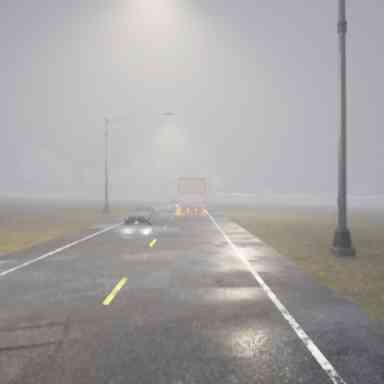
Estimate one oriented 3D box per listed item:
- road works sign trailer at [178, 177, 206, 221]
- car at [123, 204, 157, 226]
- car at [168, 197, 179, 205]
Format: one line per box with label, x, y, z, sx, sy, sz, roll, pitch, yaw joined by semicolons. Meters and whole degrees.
road works sign trailer;-0.018;0.545;28.389;2.380;3.560;2.880;0;0;0
car;-3.615;1.617;24.311;2.033;1.411;5.357;0;0;0
car;-3.561;1.682;64.302;1.837;1.490;4.892;0;0;1
